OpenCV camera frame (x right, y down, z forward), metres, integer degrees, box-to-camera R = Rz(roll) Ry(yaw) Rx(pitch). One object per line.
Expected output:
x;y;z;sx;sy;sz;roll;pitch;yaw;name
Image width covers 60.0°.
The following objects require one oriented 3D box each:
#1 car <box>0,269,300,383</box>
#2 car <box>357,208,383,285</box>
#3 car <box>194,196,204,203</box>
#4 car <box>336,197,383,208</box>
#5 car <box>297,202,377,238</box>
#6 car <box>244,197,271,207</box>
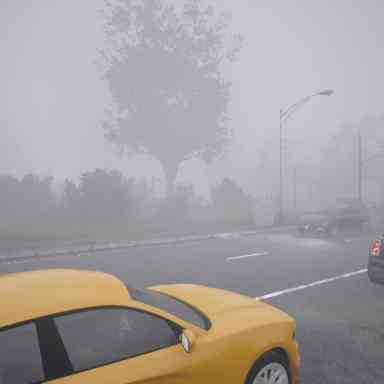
-1.116;1.478;2.952;5.008;1.535;1.882;0;0;-35;car
6.406;1.352;8.288;4.553;1.767;2.097;0;0;-35;car
0.538;1.396;65.977;2.128;1.511;4.902;0;0;-34;car
16.855;1.352;34.200;2.097;1.767;4.553;0;0;-32;car
7.692;1.505;17.972;4.892;1.490;1.837;0;0;-35;car
9.240;1.470;46.287;1.882;1.535;5.008;0;0;-32;car
